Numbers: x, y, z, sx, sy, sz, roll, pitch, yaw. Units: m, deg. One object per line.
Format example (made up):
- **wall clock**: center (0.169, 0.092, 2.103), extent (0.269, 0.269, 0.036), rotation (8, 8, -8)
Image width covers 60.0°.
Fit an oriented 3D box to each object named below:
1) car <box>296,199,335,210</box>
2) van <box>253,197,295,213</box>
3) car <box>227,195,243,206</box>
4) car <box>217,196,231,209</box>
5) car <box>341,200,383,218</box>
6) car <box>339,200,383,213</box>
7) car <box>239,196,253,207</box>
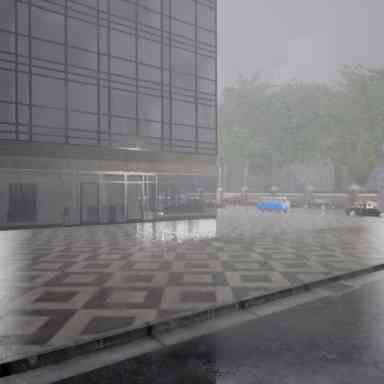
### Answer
- **car**: center (16.317, 1.584, 43.119), extent (2.008, 1.369, 4.403), rotation (-1, 0, -35)
- **van**: center (9.355, 1.442, 38.193), extent (1.690, 1.788, 3.998), rotation (-1, 0, -35)
- **car**: center (6.756, 1.401, 56.661), extent (2.192, 1.841, 5.009), rotation (-1, 0, -35)
- **car**: center (2.985, 1.685, 47.222), extent (1.887, 1.381, 4.507), rotation (-1, 0, -35)
- **car**: center (15.730, 1.593, 29.165), extent (2.008, 1.369, 4.403), rotation (-1, 0, -35)
- **car**: center (19.503, 1.588, 38.605), extent (1.802, 1.307, 4.206), rotation (-1, 0, -35)
- **car**: center (9.944, 1.655, 52.148), extent (1.802, 1.307, 4.206), rotation (-1, 0, -35)
